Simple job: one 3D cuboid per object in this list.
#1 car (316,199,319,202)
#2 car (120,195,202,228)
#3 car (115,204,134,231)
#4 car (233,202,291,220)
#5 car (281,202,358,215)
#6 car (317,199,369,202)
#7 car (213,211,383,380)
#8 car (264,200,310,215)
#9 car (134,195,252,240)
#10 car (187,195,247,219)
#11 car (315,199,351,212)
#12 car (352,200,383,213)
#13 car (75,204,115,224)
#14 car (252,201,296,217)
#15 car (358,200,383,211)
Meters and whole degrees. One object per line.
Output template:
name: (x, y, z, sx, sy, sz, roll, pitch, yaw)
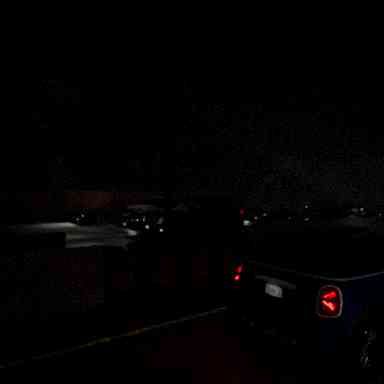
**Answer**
car: (14.084, 1.505, 35.358, 4.553, 1.767, 2.097, 0, 0, -35)
car: (-2.128, 1.278, 23.888, 5.566, 2.045, 2.150, 0, 0, -35)
car: (-1.735, 1.539, 19.900, 4.902, 1.511, 2.128, 0, 0, -35)
car: (6.329, 1.654, 29.841, 5.357, 1.411, 2.033, 0, 0, -35)
car: (8.947, 1.645, 23.113, 5.357, 1.411, 2.033, 0, 0, -35)
car: (14.085, 1.645, 31.063, 4.892, 1.490, 1.837, 0, 0, -35)
car: (2.847, 1.376, 5.768, 4.553, 1.767, 2.097, 0, 0, -35)
car: (10.702, 1.692, 37.249, 5.357, 1.411, 2.033, 0, 0, -35)
car: (0.176, 1.268, 16.986, 5.566, 2.045, 2.150, 0, 0, -36)
car: (2.462, 1.317, 31.386, 5.566, 2.045, 2.150, 0, 0, -35)
car: (18.235, 1.682, 42.890, 4.902, 1.511, 2.128, 0, 0, -38)
car: (22.301, 1.750, 41.762, 5.357, 1.411, 2.033, 0, 0, -42)
car: (-6.042, 1.593, 25.420, 5.357, 1.411, 2.033, 0, 0, -35)
car: (6.585, 1.622, 25.729, 4.674, 1.442, 1.812, 0, 0, -35)
car: (17.002, 1.693, 28.845, 5.357, 1.411, 2.033, 0, 0, -35)
